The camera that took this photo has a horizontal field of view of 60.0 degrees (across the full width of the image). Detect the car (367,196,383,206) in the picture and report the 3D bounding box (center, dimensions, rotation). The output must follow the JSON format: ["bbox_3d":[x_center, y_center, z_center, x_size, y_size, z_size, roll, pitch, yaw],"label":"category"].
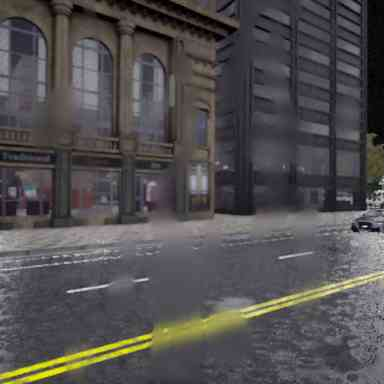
[{"bbox_3d":[31.169,1.671,56.379,2.150,2.045,5.566,1,1,-34],"label":"car"}]

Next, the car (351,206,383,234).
[{"bbox_3d":[11.357,1.772,19.926,4.181,1.385,1.994,1,0,-36],"label":"car"}]
